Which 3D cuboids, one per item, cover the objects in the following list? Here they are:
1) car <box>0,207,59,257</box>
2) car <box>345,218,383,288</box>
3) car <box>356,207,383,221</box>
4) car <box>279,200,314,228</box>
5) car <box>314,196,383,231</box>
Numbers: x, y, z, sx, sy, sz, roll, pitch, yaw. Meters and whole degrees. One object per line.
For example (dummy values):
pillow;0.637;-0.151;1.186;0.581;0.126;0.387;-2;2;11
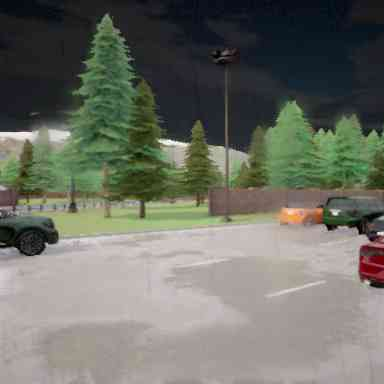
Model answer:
car;-7.541;1.222;11.265;5.566;2.045;2.150;0;0;-36
car;6.015;1.492;8.038;5.008;1.535;1.882;0;0;-35
car;9.574;1.550;14.891;4.674;1.442;1.812;0;0;-36
car;7.975;1.381;22.333;4.553;1.767;2.097;0;0;-35
car;9.844;1.250;19.366;5.566;2.045;2.150;0;0;-36
